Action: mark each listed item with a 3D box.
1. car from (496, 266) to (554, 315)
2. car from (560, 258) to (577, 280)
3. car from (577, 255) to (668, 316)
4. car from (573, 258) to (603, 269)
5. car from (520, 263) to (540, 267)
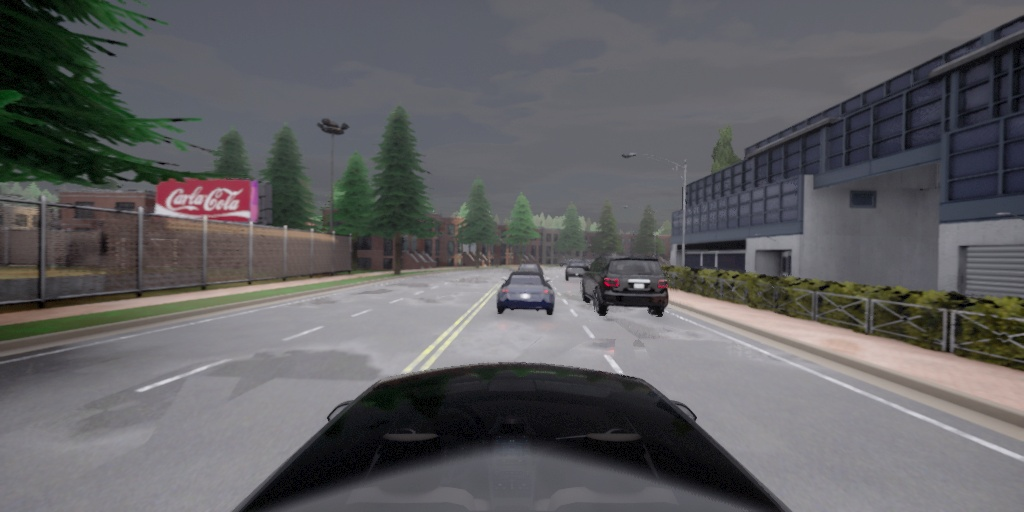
[{"bbox_3d":[0.518,1.260,13.494,1.994,1.385,4.181,1,0,3],"label":"car"},{"bbox_3d":[5.441,1.195,29.817,2.128,1.511,4.902,1,0,11],"label":"car"},{"bbox_3d":[4.037,0.986,13.668,2.150,2.045,5.566,1,1,3],"label":"car"},{"bbox_3d":[11.873,1.178,55.822,4.902,1.511,2.128,1,0,-44],"label":"car"},{"bbox_3d":[1.319,1.192,26.307,2.033,1.411,5.357,1,0,7],"label":"car"}]
